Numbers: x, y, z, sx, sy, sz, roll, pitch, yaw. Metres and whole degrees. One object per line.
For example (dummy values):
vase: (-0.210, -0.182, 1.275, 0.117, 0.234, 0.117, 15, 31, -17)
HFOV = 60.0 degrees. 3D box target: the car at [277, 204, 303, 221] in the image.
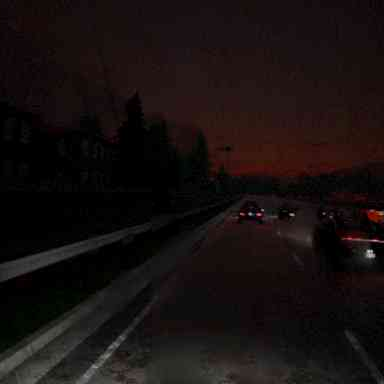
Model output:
car: (8.888, 1.777, 30.222, 1.812, 1.442, 4.674, 2, 0, 10)

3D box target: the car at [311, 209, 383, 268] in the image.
car: (5.668, 1.660, 12.164, 2.128, 1.511, 4.902, 2, 0, 10)

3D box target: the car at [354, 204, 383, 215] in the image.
car: (15.838, 1.829, 29.309, 2.097, 1.767, 4.553, 2, 0, 10)

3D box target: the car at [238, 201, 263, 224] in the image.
car: (4.654, 1.666, 26.434, 2.033, 1.411, 5.357, 2, 0, 10)

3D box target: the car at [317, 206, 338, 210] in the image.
car: (12.647, 1.972, 31.386, 1.895, 1.301, 4.718, 2, 0, 10)

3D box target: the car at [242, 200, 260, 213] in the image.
car: (7.329, 1.751, 41.438, 1.994, 1.385, 4.181, 2, 0, 10)
